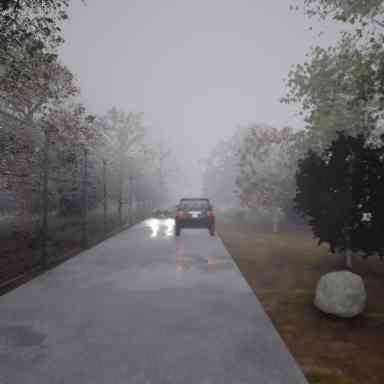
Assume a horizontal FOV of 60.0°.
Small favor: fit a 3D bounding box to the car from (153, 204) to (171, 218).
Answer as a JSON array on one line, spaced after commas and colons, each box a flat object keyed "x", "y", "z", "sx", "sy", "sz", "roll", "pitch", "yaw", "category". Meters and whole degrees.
[{"x": -2.771, "y": 1.893, "z": 33.432, "sx": 1.895, "sy": 1.301, "sz": 4.718, "roll": 0, "pitch": -1, "yaw": 0, "category": "car"}]

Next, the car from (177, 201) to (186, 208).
[{"x": -2.371, "y": 2.747, "z": 73.938, "sx": 1.812, "sy": 1.442, "sz": 4.674, "roll": 0, "pitch": -1, "yaw": 1, "category": "car"}]

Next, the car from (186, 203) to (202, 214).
[{"x": 0.228, "y": 2.074, "z": 42.728, "sx": 1.895, "sy": 1.301, "sz": 4.718, "roll": 0, "pitch": -1, "yaw": 0, "category": "car"}]

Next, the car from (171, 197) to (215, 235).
[{"x": 0.150, "y": 1.321, "z": 19.651, "sx": 2.150, "sy": 2.045, "sz": 5.566, "roll": 0, "pitch": -1, "yaw": 0, "category": "car"}]
